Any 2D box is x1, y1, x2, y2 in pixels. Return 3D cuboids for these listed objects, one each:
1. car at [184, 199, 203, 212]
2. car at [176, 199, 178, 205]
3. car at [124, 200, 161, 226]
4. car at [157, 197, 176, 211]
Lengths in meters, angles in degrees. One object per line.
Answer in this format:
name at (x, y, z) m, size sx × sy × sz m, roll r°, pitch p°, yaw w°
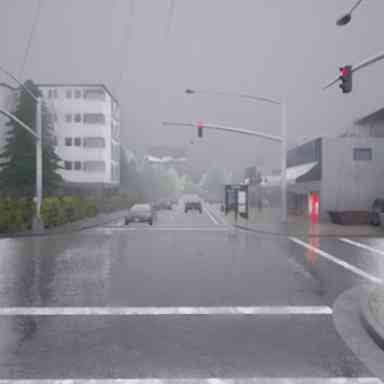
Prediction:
car at (0.152, 1.551, 38.666) m, size 1.837 × 1.490 × 4.892 m, roll 0°, pitch 0°, yaw 0°
car at (-3.422, 1.679, 58.368) m, size 1.994 × 1.385 × 4.181 m, roll 0°, pitch 0°, yaw 0°
car at (-3.567, 1.555, 23.877) m, size 1.812 × 1.442 × 4.674 m, roll 0°, pitch 0°, yaw 0°
car at (-3.530, 1.401, 41.275) m, size 2.097 × 1.767 × 4.553 m, roll 0°, pitch 0°, yaw 0°
